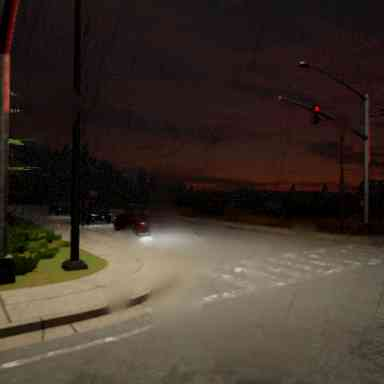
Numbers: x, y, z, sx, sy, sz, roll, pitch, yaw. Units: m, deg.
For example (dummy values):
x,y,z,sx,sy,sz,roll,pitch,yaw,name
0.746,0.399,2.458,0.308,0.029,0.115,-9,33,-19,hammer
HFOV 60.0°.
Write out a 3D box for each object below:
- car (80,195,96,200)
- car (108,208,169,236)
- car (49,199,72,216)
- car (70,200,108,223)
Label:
x,y,z,sx,sy,sz,roll,pitch,yaw,name
-13.650,1.407,41.570,2.150,2.045,5.566,1,-1,-34,car
-3.063,1.700,19.550,1.994,1.385,4.181,1,0,-34,car
-13.839,1.617,35.313,1.882,1.535,5.008,1,-1,-34,car
-7.974,1.642,26.728,1.837,1.490,4.892,1,-1,-34,car
